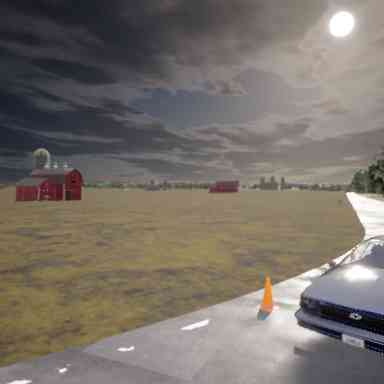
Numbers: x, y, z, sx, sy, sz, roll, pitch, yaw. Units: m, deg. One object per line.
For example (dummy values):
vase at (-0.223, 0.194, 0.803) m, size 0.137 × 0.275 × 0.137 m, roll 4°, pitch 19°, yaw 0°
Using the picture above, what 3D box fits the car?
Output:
car at (3.988, 1.569, 6.230) m, size 2.033 × 1.411 × 5.357 m, roll 1°, pitch 0°, yaw 45°

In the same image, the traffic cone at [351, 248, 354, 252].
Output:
traffic cone at (4.746, 1.964, 9.819) m, size 0.340 × 0.580 × 0.340 m, roll 1°, pitch 1°, yaw 41°

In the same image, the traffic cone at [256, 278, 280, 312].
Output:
traffic cone at (1.467, 1.949, 6.417) m, size 0.340 × 0.580 × 0.340 m, roll 0°, pitch 0°, yaw -43°
